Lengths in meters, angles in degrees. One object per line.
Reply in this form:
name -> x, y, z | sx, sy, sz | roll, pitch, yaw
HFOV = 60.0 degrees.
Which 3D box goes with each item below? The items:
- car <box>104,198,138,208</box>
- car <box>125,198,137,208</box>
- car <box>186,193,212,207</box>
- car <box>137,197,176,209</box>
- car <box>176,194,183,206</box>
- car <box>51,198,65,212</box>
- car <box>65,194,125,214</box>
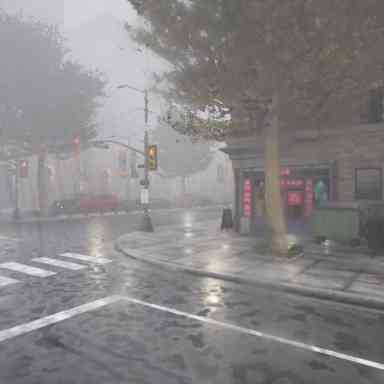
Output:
car -> -10.178, 1.595, 47.908 | 1.895, 1.301, 4.718 | 0, 0, 36
car -> -7.158, 1.491, 46.705 | 2.128, 1.511, 4.902 | 0, 0, 36
car -> 1.276, 1.352, 52.384 | 2.097, 1.767, 4.553 | 0, 0, 36
car -> -4.671, 1.526, 44.172 | 1.812, 1.442, 4.674 | 0, 0, 36
car -> -0.907, 1.221, 55.341 | 2.150, 2.045, 5.566 | 0, 0, 36
car -> -13.258, 1.221, 38.265 | 2.150, 2.045, 5.566 | 0, 0, 36
car -> -10.420, 1.221, 36.218 | 2.150, 2.045, 5.566 | 0, 0, 36
